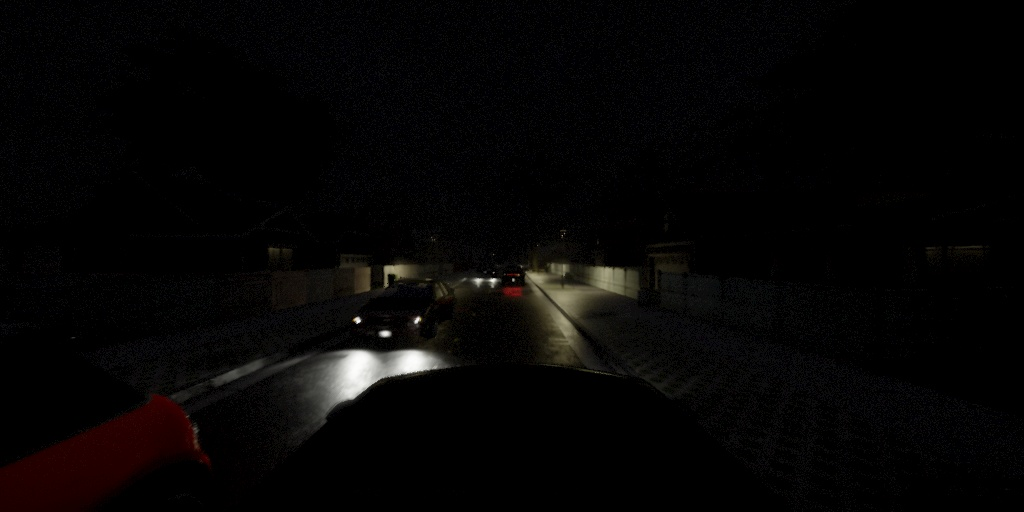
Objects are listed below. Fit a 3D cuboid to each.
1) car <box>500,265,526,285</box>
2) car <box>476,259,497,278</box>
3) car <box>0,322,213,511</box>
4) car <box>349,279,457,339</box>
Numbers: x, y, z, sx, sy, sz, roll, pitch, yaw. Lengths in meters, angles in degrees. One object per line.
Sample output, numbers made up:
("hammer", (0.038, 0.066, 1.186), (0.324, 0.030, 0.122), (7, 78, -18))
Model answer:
("car", (0.094, 1.559, 29.289), (1.837, 1.490, 4.892), (0, 0, 0))
("car", (-2.858, 1.406, 41.184), (2.150, 2.045, 5.566), (0, -1, 0))
("car", (-2.849, 1.085, 0.196), (2.097, 1.767, 4.553), (0, -1, 0))
("car", (-2.844, 1.397, 10.728), (2.033, 1.411, 5.357), (0, -1, 0))
